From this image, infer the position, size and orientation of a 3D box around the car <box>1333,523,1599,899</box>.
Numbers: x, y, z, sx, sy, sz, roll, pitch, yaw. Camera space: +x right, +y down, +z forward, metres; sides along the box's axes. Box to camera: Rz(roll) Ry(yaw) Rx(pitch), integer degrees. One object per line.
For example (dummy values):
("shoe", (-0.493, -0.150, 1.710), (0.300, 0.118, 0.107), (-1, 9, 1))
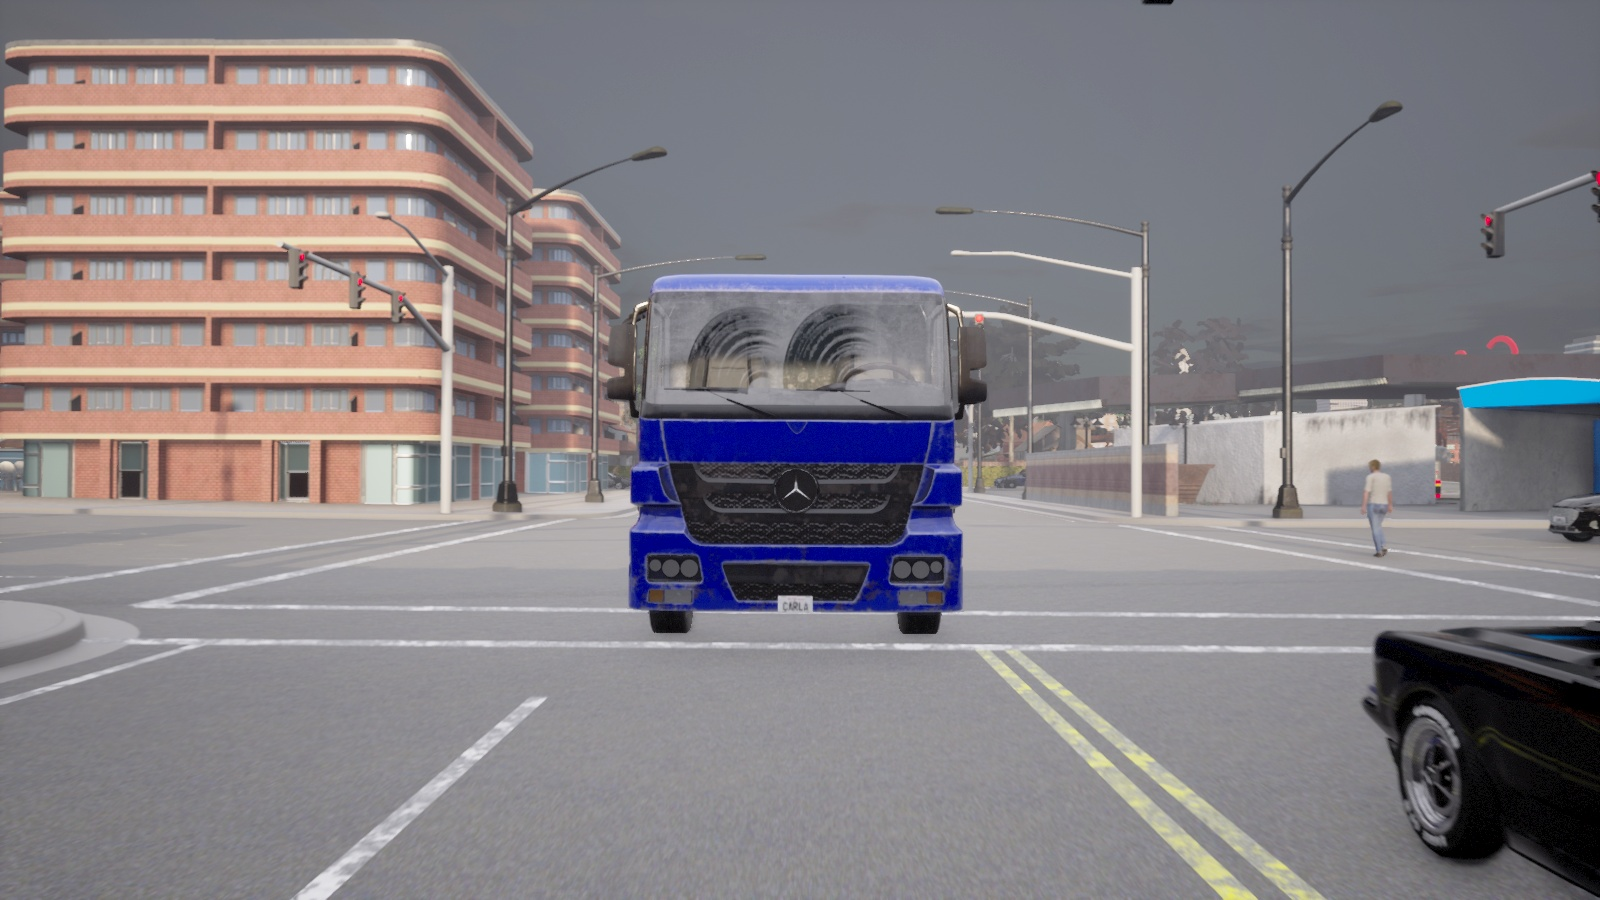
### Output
("car", (3.473, 0.962, 3.618), (1.895, 1.301, 4.718), (0, -1, 1))

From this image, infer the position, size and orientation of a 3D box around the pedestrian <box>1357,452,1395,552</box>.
("pedestrian", (10.716, 0.955, 23.375), (0.354, 1.836, 0.706), (0, -1, -3))

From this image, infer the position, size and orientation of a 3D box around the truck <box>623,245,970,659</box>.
("truck", (-0.039, 0.061, 14.473), (2.891, 3.462, 7.936), (0, -1, 0))

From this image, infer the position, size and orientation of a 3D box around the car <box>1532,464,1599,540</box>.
("car", (19.555, 1.141, 28.326), (4.856, 1.649, 2.033), (0, -1, 1))
